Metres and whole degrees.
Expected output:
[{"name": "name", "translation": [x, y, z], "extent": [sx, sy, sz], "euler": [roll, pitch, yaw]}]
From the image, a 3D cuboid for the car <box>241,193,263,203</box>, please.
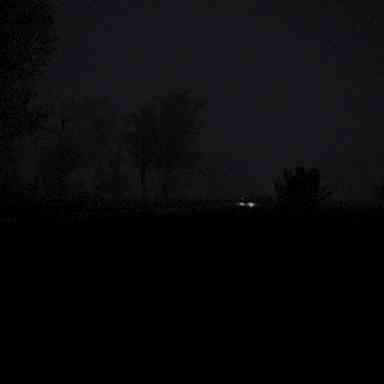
[{"name": "car", "translation": [9.284, 0.903, 50.944], "extent": [1.837, 1.490, 4.892], "euler": [0, 0, 35]}]
